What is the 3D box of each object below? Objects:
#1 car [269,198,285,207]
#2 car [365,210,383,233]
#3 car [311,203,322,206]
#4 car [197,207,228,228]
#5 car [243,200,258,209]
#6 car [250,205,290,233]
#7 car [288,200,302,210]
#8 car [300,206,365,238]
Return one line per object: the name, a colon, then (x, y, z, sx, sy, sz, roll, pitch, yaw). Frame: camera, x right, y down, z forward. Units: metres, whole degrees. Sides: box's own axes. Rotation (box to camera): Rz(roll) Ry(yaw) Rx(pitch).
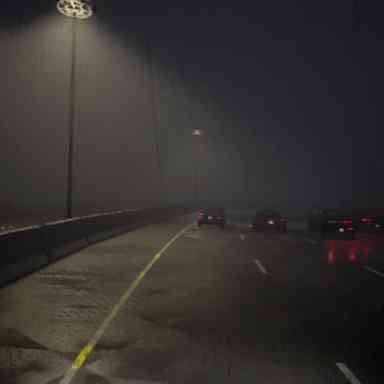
car: (16.381, 2.114, 63.817, 2.150, 2.045, 5.566, 1, -1, 25)
car: (12.311, 2.011, 23.740, 1.812, 1.442, 4.674, 1, -1, 9)
car: (21.624, 2.540, 57.841, 1.994, 1.385, 4.181, 1, -1, 23)
car: (1.570, 1.774, 24.316, 2.033, 1.411, 5.357, 1, 0, 9)
car: (10.209, 2.173, 57.639, 1.882, 1.535, 5.008, 1, -1, 21)
car: (5.102, 1.861, 22.262, 1.994, 1.385, 4.181, 1, -1, 8)
car: (18.303, 2.257, 58.968, 2.097, 1.767, 4.553, 1, 0, 23)
car: (8.345, 1.853, 20.301, 2.128, 1.511, 4.902, 1, 0, 7)
